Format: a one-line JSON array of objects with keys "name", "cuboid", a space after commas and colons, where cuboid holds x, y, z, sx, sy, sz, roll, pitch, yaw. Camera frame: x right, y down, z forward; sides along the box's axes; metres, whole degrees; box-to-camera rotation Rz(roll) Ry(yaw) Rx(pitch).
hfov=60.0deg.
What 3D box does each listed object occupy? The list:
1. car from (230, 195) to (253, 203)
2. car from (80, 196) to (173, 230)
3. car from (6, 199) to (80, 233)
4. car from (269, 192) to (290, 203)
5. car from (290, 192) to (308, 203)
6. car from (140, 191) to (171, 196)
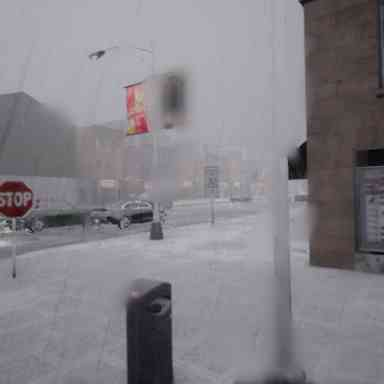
[{"name": "car", "cuboid": [7.729, 1.044, 51.664, 1.895, 1.301, 4.718, -2, 0, 35]}, {"name": "car", "cuboid": [-3.368, 1.197, 18.612, 2.128, 1.511, 4.902, -2, 0, 35]}, {"name": "car", "cuboid": [-7.541, 1.163, 18.321, 2.097, 1.767, 4.553, -2, 0, 35]}, {"name": "car", "cuboid": [12.602, 0.650, 47.130, 2.097, 1.767, 4.553, -2, 0, 35]}, {"name": "car", "cuboid": [15.598, 0.692, 45.745, 1.882, 1.535, 5.008, -2, 0, 35]}, {"name": "car", "cuboid": [-4.265, 0.986, 34.698, 2.150, 2.045, 5.566, -2, 0, 35]}]
